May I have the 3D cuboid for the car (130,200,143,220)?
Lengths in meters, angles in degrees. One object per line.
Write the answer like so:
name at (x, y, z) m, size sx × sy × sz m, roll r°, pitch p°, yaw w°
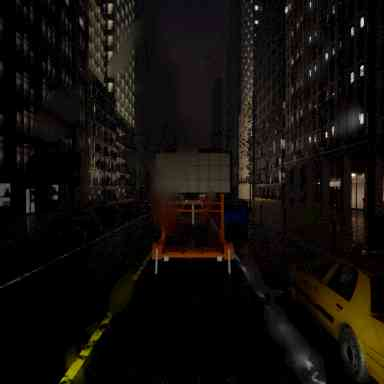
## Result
car at (-5.648, 1.538, 27.789) m, size 1.887 × 1.381 × 4.507 m, roll -1°, pitch 0°, yaw 0°

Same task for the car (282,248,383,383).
car at (2.690, 1.524, 5.208) m, size 1.752 × 1.417 × 4.829 m, roll -1°, pitch 0°, yaw 0°

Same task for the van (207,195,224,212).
van at (2.752, 1.332, 39.140) m, size 1.690 × 1.788 × 3.998 m, roll -1°, pitch 0°, yaw 0°

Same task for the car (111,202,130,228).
car at (-5.658, 1.561, 22.105) m, size 1.947 × 1.339 × 4.313 m, roll -1°, pitch 0°, yaw 0°

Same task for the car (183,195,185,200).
car at (-2.832, 1.552, 90.449) m, size 2.033 × 1.411 × 5.357 m, roll 0°, pitch 0°, yaw 0°

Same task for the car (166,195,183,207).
car at (-2.980, 1.339, 50.847) m, size 2.097 × 1.767 × 4.553 m, roll 0°, pitch 0°, yaw 0°

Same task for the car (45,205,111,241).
car at (-5.669, 1.547, 16.421) m, size 2.008 × 1.369 × 4.403 m, roll -1°, pitch 0°, yaw 0°

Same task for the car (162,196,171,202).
car at (-5.562, 1.564, 73.258) m, size 1.802 × 1.307 × 4.206 m, roll -1°, pitch 0°, yaw 0°

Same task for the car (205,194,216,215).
car at (2.741, 1.307, 33.457) m, size 2.192 × 1.841 × 5.009 m, roll -1°, pitch 0°, yaw 0°

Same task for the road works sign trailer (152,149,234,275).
road works sign trailer at (0.033, 0.462, 10.460) m, size 2.380 × 3.560 × 2.880 m, roll 0°, pitch 0°, yaw 0°

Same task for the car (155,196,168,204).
car at (-5.583, 1.536, 61.890) m, size 2.008 × 1.369 × 4.403 m, roll -1°, pitch 0°, yaw 0°

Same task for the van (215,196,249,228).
van at (2.720, 1.336, 22.089) m, size 1.690 × 1.788 × 3.998 m, roll -1°, pitch 0°, yaw 0°

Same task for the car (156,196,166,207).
car at (-5.605, 1.539, 50.523) m, size 2.008 × 1.369 × 4.403 m, roll -1°, pitch 0°, yaw 0°

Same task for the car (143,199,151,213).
car at (-5.638, 1.543, 33.472) m, size 2.008 × 1.369 × 4.403 m, roll -1°, pitch 0°, yaw 0°

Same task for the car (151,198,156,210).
car at (-5.626, 1.573, 39.156) m, size 1.802 × 1.307 × 4.206 m, roll -1°, pitch 0°, yaw 0°

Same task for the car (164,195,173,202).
car at (-5.552, 1.420, 78.941) m, size 1.967 × 1.590 × 4.097 m, roll -1°, pitch 0°, yaw 0°

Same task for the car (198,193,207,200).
car at (2.849, 1.291, 90.293) m, size 2.192 × 1.841 × 5.009 m, roll -1°, pitch 0°, yaw 0°

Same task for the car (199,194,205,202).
car at (2.797, 1.536, 61.874) m, size 2.008 × 1.369 × 4.403 m, roll -1°, pitch 0°, yaw 0°

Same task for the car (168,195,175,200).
car at (-5.530, 1.502, 90.139) m, size 1.752 × 1.417 × 4.829 m, roll -1°, pitch 0°, yaw 0°
